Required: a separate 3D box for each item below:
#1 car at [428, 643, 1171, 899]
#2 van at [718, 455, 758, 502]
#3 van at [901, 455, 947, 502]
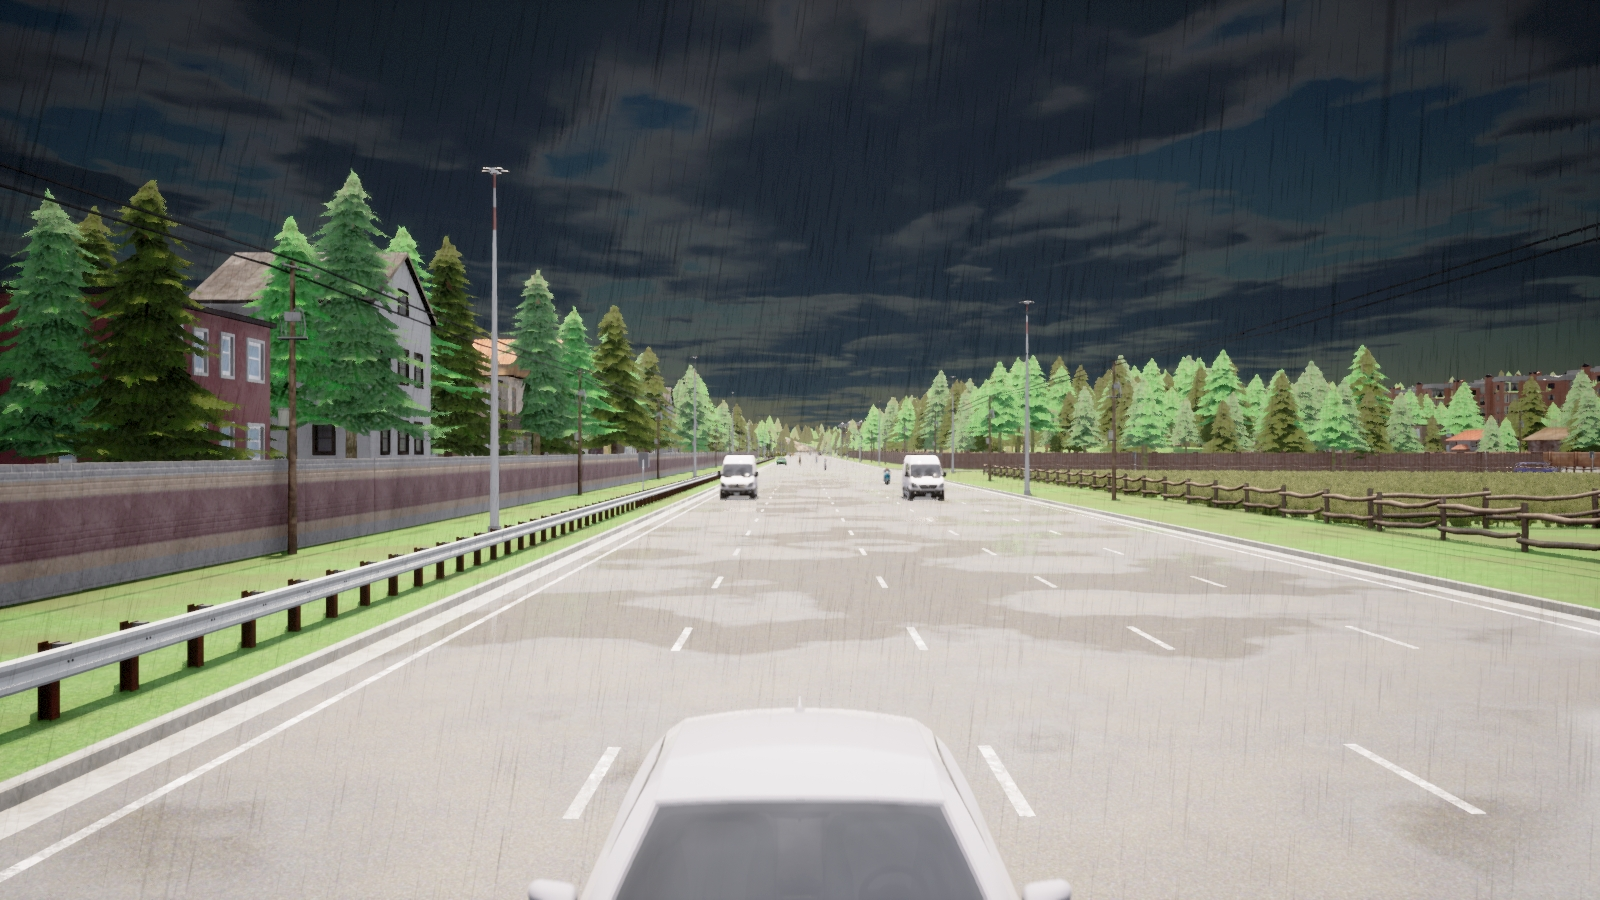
[{"bbox_3d":[-0.001,2.039,5.017,2.097,1.535,5.006,0,0,0],"label":"car"},{"bbox_3d":[-3.512,1.577,66.124,1.988,2.561,5.915,0,0,0],"label":"van"},{"bbox_3d":[6.987,1.576,65.090,1.988,2.561,5.915,0,0,0],"label":"van"}]
